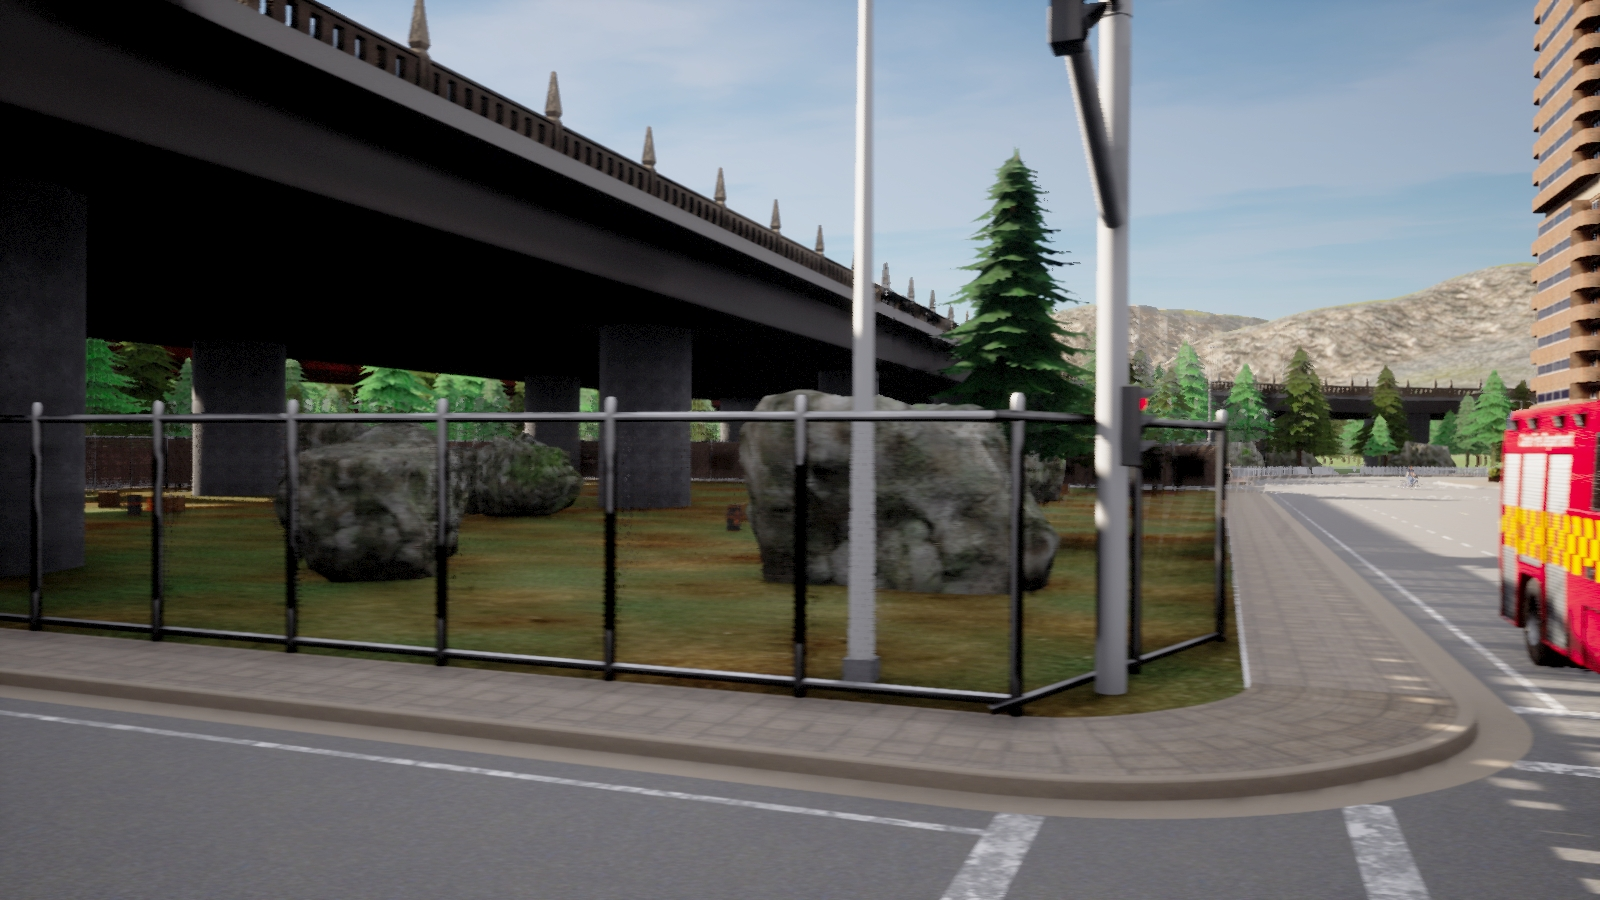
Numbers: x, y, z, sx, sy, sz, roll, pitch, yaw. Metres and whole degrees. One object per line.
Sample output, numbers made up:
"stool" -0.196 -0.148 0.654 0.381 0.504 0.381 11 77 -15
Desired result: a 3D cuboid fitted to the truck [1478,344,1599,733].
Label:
"truck" 9.707 0.879 12.022 2.891 3.827 8.468 1 0 20
